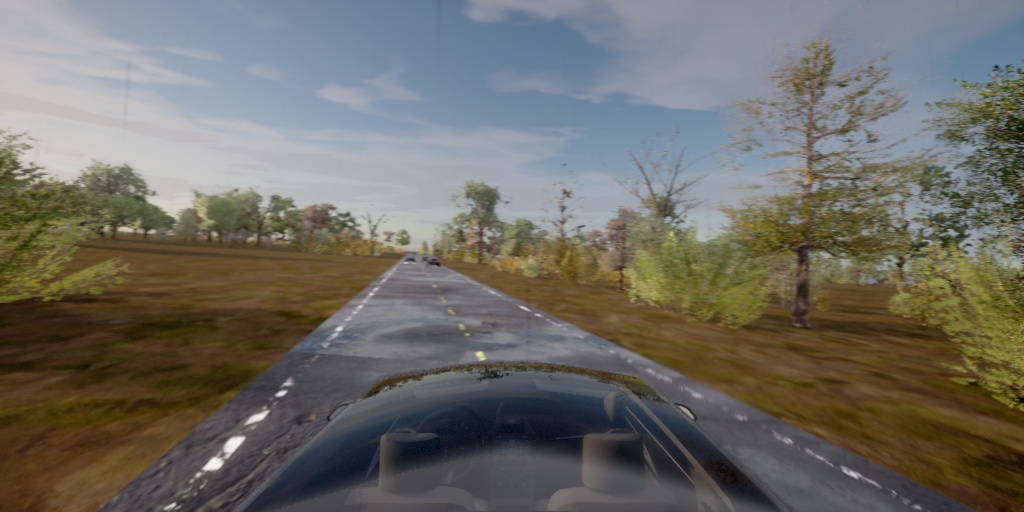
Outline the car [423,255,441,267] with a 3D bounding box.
[{"bbox_3d":[-11.090,0.740,50.407,1.837,1.490,4.892,4,0,-16],"label":"car"}]
